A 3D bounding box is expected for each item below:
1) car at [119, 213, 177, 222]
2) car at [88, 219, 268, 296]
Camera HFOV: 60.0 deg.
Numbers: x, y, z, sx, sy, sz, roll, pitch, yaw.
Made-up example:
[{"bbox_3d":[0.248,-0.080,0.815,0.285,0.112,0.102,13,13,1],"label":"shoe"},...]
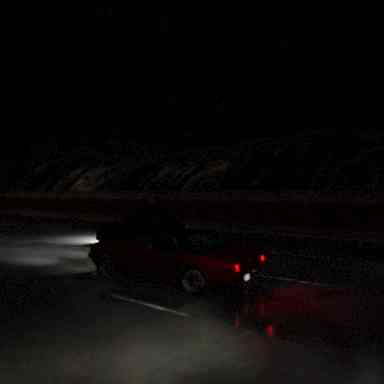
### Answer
[{"bbox_3d":[-2.159,1.583,14.152,4.181,1.385,1.994,0,0,36],"label":"car"},{"bbox_3d":[-0.567,1.612,8.707,4.718,1.301,1.895,0,0,36],"label":"car"}]
